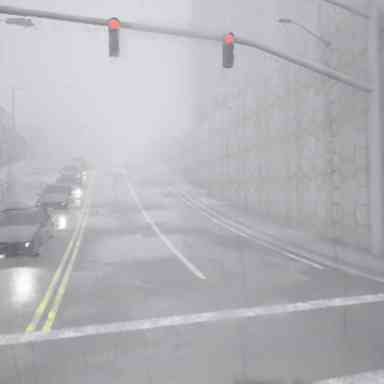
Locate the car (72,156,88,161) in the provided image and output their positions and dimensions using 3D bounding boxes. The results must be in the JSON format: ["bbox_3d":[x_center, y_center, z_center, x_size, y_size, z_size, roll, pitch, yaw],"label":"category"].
[{"bbox_3d":[-13.922,-3.634,40.835,1.837,1.490,4.892,-1,12,-14],"label":"car"}]

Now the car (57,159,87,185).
[{"bbox_3d":[-11.353,-1.761,31.156,2.097,1.767,4.553,-1,12,-15],"label":"car"}]

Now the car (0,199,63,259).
[{"bbox_3d":[-6.284,1.325,12.291,2.033,1.411,5.357,-1,4,-15],"label":"car"}]

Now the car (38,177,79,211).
[{"bbox_3d":[-8.868,0.214,21.903,2.033,1.411,5.357,-1,9,-15],"label":"car"}]
